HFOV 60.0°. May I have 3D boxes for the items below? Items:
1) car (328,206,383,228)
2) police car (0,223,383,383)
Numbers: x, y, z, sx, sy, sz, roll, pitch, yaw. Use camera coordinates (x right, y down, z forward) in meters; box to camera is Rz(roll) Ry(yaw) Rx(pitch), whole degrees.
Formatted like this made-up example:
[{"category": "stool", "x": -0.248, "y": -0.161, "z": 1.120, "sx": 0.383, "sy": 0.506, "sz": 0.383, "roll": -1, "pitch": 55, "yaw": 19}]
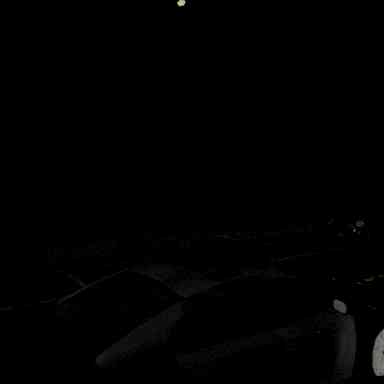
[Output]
[{"category": "car", "x": 8.456, "y": 1.435, "z": 16.440, "sx": 4.097, "sy": 1.590, "sz": 1.967, "roll": 0, "pitch": -1, "yaw": -35}, {"category": "police car", "x": 0.504, "y": 1.424, "z": 3.794, "sx": 5.238, "sy": 1.638, "sz": 1.930, "roll": 0, "pitch": 0, "yaw": -36}]
